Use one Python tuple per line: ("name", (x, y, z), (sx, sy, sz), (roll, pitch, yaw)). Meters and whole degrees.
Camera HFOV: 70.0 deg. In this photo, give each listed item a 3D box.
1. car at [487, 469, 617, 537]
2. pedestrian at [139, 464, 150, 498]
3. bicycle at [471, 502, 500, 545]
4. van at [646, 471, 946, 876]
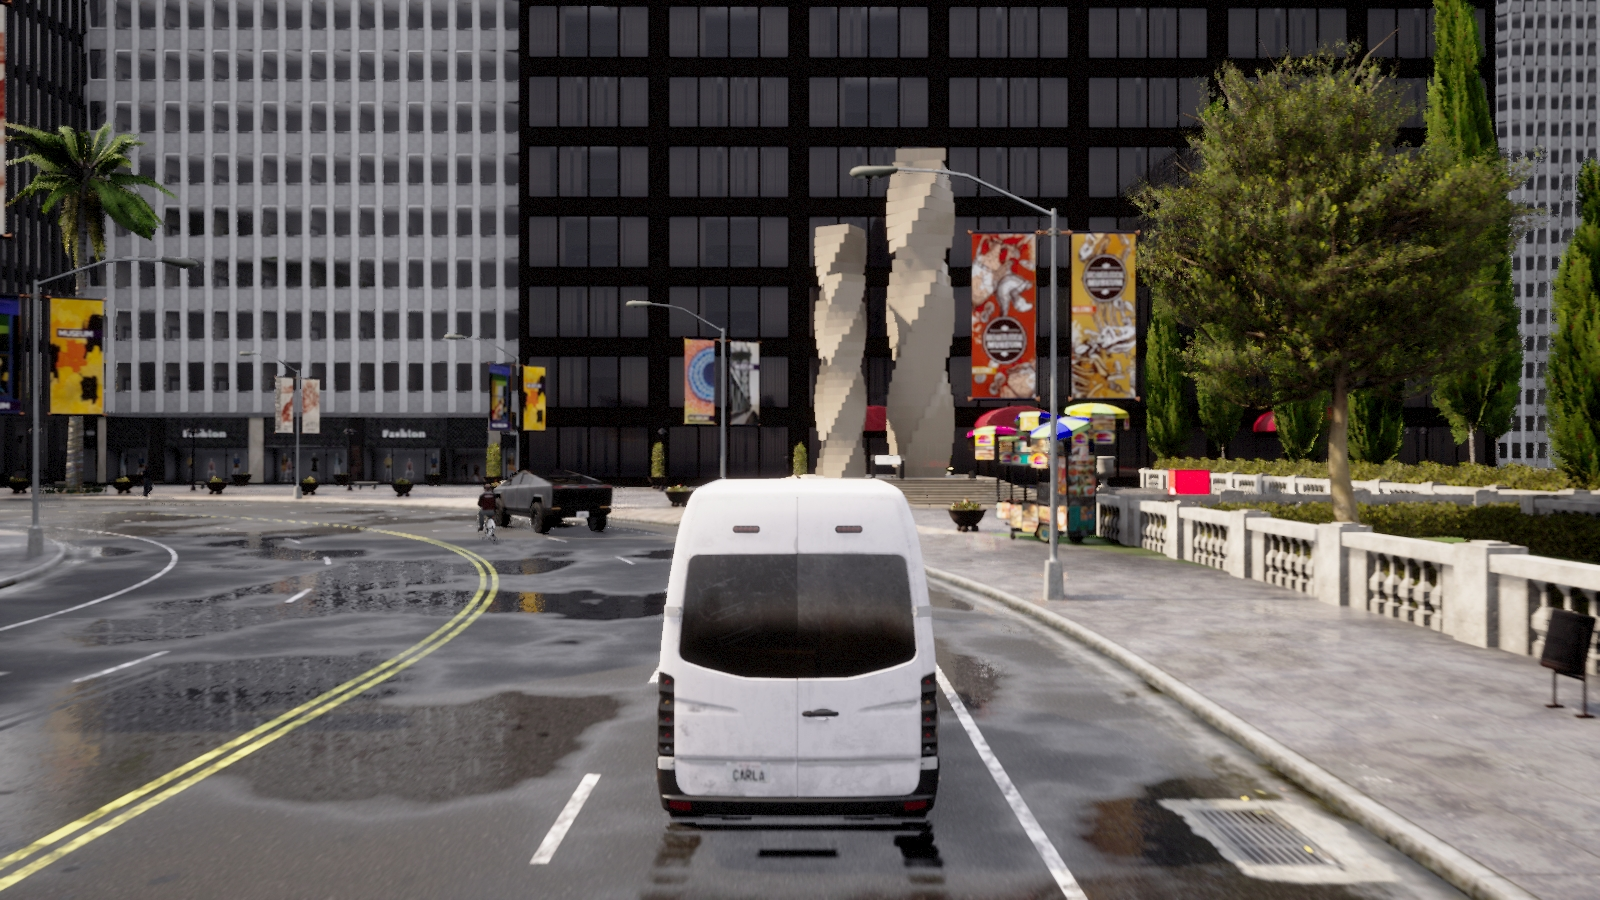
("car", (-8.782, 1.753, 39.933), (2.390, 2.098, 6.274), (0, 0, -33))
("pedestrian", (-35.889, 1.697, 62.580), (0.375, 1.860, 0.375), (0, 0, 16))
("bicycle", (-9.514, 2.209, 34.559), (0.329, 1.171, 1.835), (-2, 1, -31))
("van", (-0.027, 1.534, 10.511), (1.988, 2.561, 5.915), (0, 0, 0))
